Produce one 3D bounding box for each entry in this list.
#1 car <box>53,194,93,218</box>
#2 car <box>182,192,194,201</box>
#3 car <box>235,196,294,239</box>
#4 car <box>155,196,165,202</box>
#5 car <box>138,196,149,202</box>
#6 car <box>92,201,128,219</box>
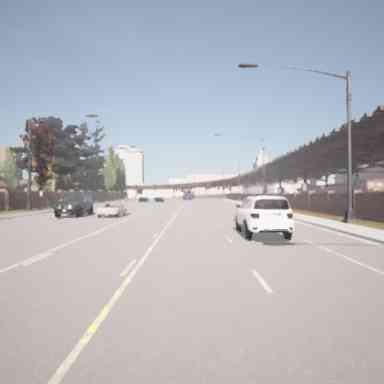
[{"bbox_3d":[-10.593,1.220,30.361,2.150,2.045,5.566,0,0,0],"label":"car"},{"bbox_3d":[-1.222,1.340,85.042,2.097,1.767,4.553,0,0,0],"label":"car"},{"bbox_3d":[3.601,1.219,17.331,2.150,2.045,5.566,0,0,0],"label":"car"},{"bbox_3d":[-6.997,1.543,72.060,1.895,1.301,4.718,0,0,0],"label":"car"},{"bbox_3d":[-10.497,1.543,72.060,1.895,1.301,4.718,0,0,0],"label":"car"},{"bbox_3d":[-7.095,1.597,29.795,1.895,1.301,4.718,0,0,0],"label":"car"}]
